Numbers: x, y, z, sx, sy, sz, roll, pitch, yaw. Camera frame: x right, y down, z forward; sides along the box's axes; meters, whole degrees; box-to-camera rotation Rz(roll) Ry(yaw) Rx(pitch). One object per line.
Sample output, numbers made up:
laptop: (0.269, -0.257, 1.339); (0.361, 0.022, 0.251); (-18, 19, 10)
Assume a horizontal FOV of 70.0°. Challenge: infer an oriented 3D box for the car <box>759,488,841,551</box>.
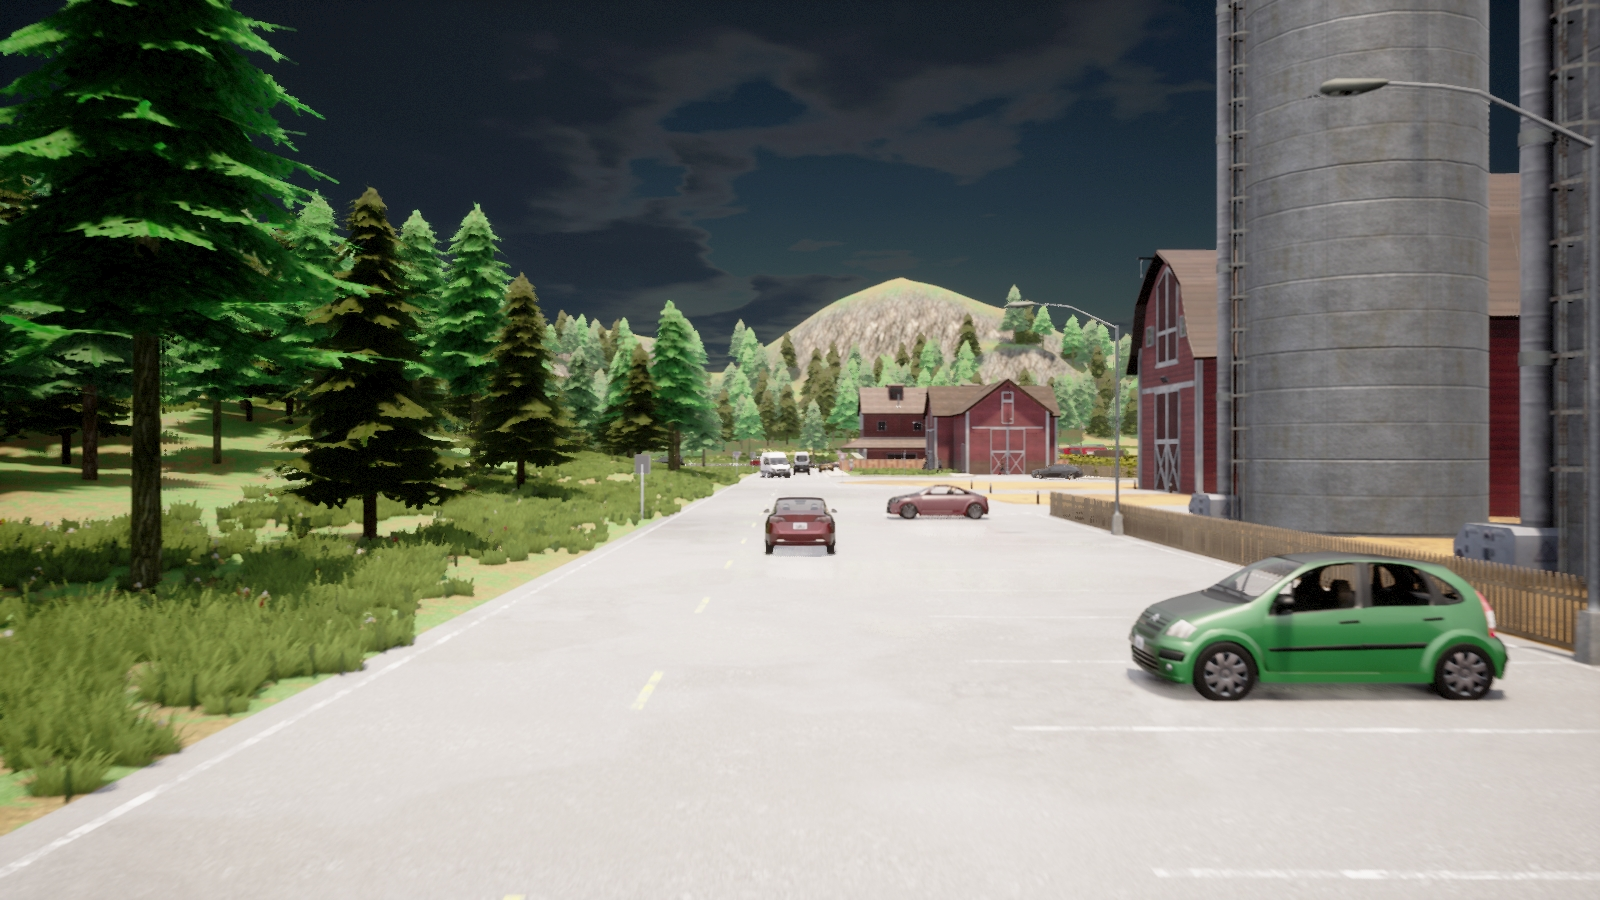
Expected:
car: (0.010, 1.923, 32.655); (2.163, 1.488, 4.792); (0, 0, 0)
